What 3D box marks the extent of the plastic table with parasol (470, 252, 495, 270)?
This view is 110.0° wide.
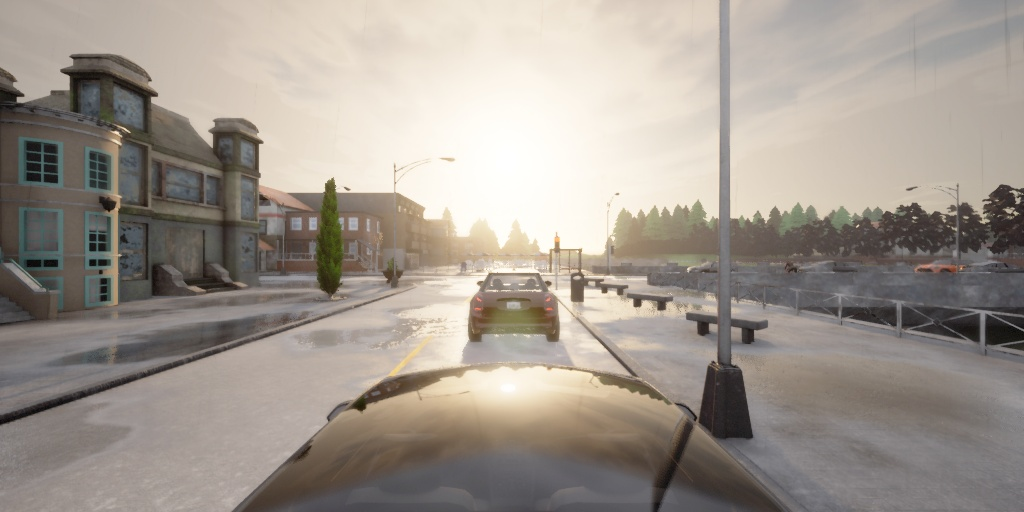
[{"bbox_3d":[-4.082,0.675,49.970,2.482,2.480,2.482,0,0,0],"label":"plastic table with parasol"}]

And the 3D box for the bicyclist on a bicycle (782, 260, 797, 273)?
[{"bbox_3d":[19.889,1.099,25.676,0.582,1.620,1.656,0,0,0],"label":"bicyclist on a bicycle"}]

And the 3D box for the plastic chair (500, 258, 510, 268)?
[{"bbox_3d":[-1.083,1.279,55.740,0.750,1.272,0.730,0,0,0],"label":"plastic chair"}]

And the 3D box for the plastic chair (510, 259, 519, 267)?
[{"bbox_3d":[0.321,1.279,56.835,0.730,1.272,0.750,0,0,0],"label":"plastic chair"}]

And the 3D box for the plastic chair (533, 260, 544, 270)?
[{"bbox_3d":[3.592,1.279,47.924,0.750,1.272,0.730,0,0,0],"label":"plastic chair"}]

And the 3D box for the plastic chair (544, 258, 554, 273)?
[{"bbox_3d":[4.995,1.279,49.020,0.730,1.272,0.750,0,0,0],"label":"plastic chair"}]

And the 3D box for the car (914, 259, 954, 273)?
[{"bbox_3d":[41.232,1.102,33.974,4.553,1.767,2.097,0,0,1],"label":"car"}]

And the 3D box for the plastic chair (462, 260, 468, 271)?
[{"bbox_3d":[-6.880,1.279,55.391,0.750,1.272,0.730,0,0,0],"label":"plastic chair"}]

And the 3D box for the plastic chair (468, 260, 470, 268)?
[{"bbox_3d":[-5.401,1.279,50.054,0.730,1.272,0.750,0,0,0],"label":"plastic chair"}]

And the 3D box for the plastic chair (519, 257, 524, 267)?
[{"bbox_3d":[1.246,1.279,63.364,0.750,1.272,0.730,0,0,0],"label":"plastic chair"}]

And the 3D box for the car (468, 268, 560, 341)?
[{"bbox_3d":[0.065,1.102,9.995,2.097,1.767,4.553,0,0,1],"label":"car"}]

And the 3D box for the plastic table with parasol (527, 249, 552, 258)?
[{"bbox_3d":[3.736,0.675,49.194,2.482,2.480,2.482,0,0,0],"label":"plastic table with parasol"}]

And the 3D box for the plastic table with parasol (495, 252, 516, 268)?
[{"bbox_3d":[-1.029,0.675,56.940,2.482,2.480,2.482,0,0,0],"label":"plastic table with parasol"}]

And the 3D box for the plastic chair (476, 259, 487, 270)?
[{"bbox_3d":[-4.206,1.279,48.750,0.750,1.272,0.730,0,0,0],"label":"plastic chair"}]

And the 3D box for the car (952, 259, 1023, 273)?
[{"bbox_3d":[40.464,1.255,29.898,4.892,1.490,1.837,0,0,1],"label":"car"}]

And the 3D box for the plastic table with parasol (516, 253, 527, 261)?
[{"bbox_3d":[1.366,0.675,64.542,2.482,2.480,2.482,0,0,0],"label":"plastic table with parasol"}]

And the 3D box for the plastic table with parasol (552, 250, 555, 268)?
[{"bbox_3d":[5.174,0.675,57.819,2.482,2.480,2.482,0,0,0],"label":"plastic table with parasol"}]

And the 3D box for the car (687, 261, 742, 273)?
[{"bbox_3d":[19.235,1.241,34.077,4.902,1.511,2.128,0,0,0],"label":"car"}]

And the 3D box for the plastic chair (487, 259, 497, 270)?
[{"bbox_3d":[-2.802,1.279,49.846,0.730,1.272,0.750,0,0,0],"label":"plastic chair"}]

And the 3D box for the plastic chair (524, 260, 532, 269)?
[{"bbox_3d":[2.396,1.279,49.228,0.730,1.272,0.750,0,0,0],"label":"plastic chair"}]

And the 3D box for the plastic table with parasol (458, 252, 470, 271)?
[{"bbox_3d":[-6.950,0.675,56.569,2.482,2.480,2.482,0,0,0],"label":"plastic table with parasol"}]

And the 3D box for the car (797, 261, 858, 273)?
[{"bbox_3d":[29.823,1.256,34.037,4.892,1.490,1.837,0,0,0],"label":"car"}]
